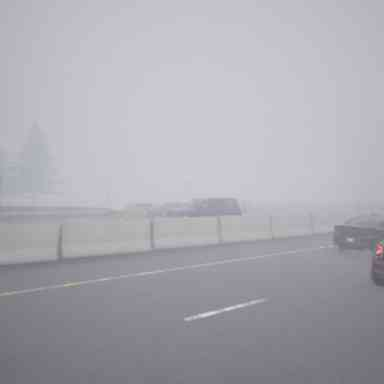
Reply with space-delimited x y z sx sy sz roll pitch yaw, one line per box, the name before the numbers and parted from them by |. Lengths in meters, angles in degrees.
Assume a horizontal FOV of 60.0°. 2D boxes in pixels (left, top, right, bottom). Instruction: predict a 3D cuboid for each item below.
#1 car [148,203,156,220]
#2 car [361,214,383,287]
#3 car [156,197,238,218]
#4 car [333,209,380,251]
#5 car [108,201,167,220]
car | -1.903 1.668 28.446 4.902 1.511 2.128 1 0 -36
car | 6.574 1.467 8.453 4.553 1.767 2.097 1 0 -36
car | 0.798 1.376 21.775 5.566 2.045 2.150 1 0 -36
car | 7.830 1.639 13.649 5.008 1.535 1.882 1 0 -36
car | -4.963 1.641 30.564 5.008 1.535 1.882 0 0 -36
